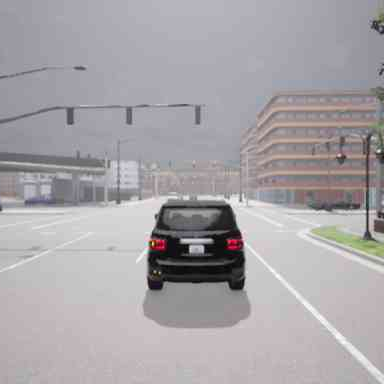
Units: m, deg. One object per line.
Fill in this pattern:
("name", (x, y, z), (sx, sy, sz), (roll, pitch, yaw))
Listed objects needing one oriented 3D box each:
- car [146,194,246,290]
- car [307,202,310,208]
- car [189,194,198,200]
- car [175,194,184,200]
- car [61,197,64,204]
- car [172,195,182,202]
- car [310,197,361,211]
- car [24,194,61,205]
("car", (0.095, 1.203, 9.163), (2.150, 2.045, 5.566), (0, 0, 0))
("car", (16.719, 1.422, 41.147), (4.892, 1.490, 1.837), (-1, 0, 1))
("car", (0.287, 1.213, 81.201), (2.128, 1.511, 4.902), (0, 0, 0))
("car", (-3.248, 1.361, 85.946), (2.033, 1.411, 5.357), (0, 0, 0))
("car", (-23.974, 1.344, 56.866), (3.806, 1.475, 1.970), (0, 0, 1))
("car", (-3.135, 1.401, 70.670), (2.033, 1.411, 5.357), (0, 0, 0))
("car", (16.337, 1.526, 37.672), (4.718, 1.301, 1.895), (0, 0, -3))
("car", (-23.263, 1.195, 51.114), (4.611, 1.667, 2.242), (0, 0, 1))
